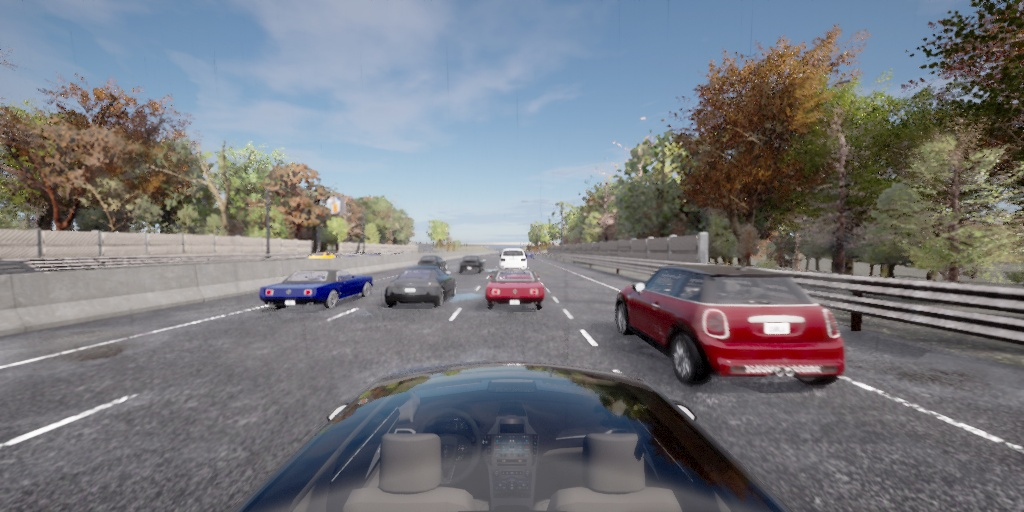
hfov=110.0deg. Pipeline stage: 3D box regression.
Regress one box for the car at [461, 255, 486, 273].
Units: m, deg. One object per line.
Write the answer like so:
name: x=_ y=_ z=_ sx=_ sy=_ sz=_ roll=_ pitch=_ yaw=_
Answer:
car: x=-3.400 y=0.679 z=31.232 sx=1.837 sy=1.490 sz=4.892 roll=0 pitch=1 yaw=0

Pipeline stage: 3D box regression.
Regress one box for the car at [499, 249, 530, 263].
car: x=0.100 y=0.411 z=30.439 sx=2.150 sy=2.045 sz=5.566 roll=0 pitch=1 yaw=0

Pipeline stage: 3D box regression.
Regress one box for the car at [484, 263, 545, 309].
car: x=0.100 y=1.118 z=13.493 sx=1.895 sy=1.301 sz=4.718 roll=0 pitch=1 yaw=0

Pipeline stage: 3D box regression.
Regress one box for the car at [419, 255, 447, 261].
car: x=-6.900 y=0.679 z=31.249 sx=1.837 sy=1.490 sz=4.892 roll=0 pitch=1 yaw=0

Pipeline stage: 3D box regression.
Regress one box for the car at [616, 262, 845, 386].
car: x=3.573 y=0.948 z=6.941 sx=2.097 sy=1.767 sz=4.553 roll=0 pitch=1 yaw=0

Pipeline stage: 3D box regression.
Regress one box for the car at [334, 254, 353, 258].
car: x=-24.544 y=0.332 z=54.476 sx=1.895 sy=1.301 sz=4.718 roll=0 pitch=1 yaw=1

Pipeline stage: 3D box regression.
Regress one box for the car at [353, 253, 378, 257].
car: x=-21.062 y=0.301 z=53.302 sx=2.033 sy=1.411 sz=5.357 roll=0 pitch=1 yaw=1

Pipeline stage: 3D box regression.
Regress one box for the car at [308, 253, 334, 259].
car: x=-28.050 y=0.236 z=53.016 sx=1.882 sy=1.535 sz=5.008 roll=0 pitch=1 yaw=0

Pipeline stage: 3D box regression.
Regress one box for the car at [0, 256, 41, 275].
car: x=-17.600 y=0.919 z=10.947 sx=2.097 sy=1.767 sz=4.553 roll=0 pitch=1 yaw=0

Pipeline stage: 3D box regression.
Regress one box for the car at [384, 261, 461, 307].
car: x=-3.400 y=1.071 z=13.993 sx=1.994 sy=1.385 sz=4.181 roll=0 pitch=1 yaw=0

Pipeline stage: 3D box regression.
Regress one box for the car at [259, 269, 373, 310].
car: x=-6.899 y=1.120 z=13.374 sx=1.895 sy=1.301 sz=4.718 roll=0 pitch=1 yaw=0
